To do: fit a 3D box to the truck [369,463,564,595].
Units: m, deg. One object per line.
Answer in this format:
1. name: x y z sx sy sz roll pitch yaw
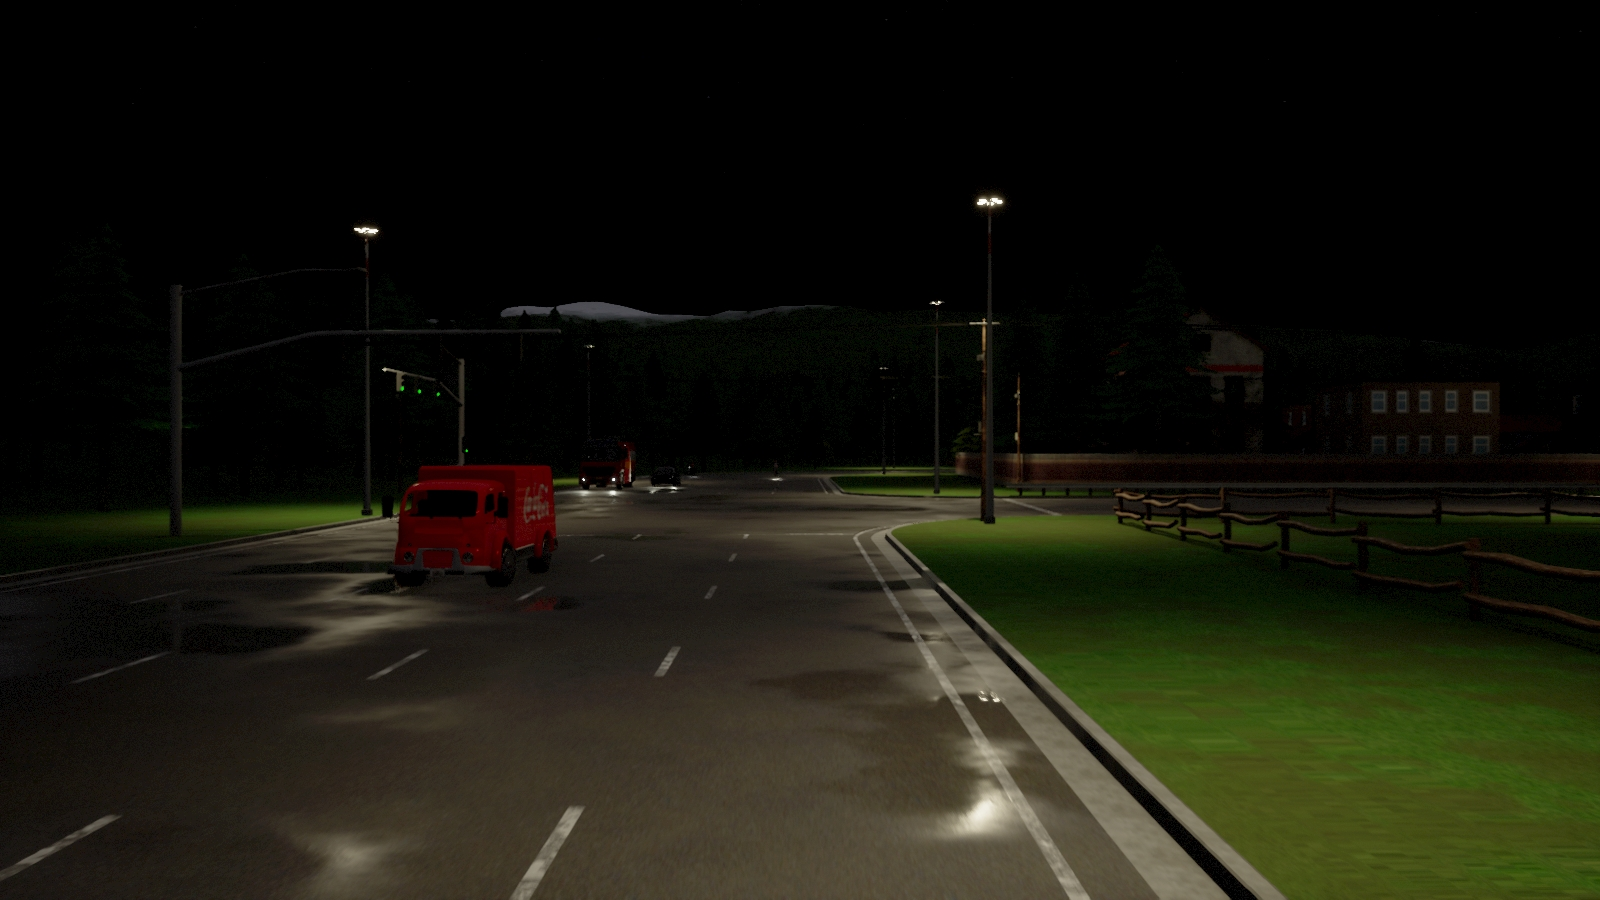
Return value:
1. truck: -7.029 1.568 24.832 2.627 2.467 5.204 1 0 1
